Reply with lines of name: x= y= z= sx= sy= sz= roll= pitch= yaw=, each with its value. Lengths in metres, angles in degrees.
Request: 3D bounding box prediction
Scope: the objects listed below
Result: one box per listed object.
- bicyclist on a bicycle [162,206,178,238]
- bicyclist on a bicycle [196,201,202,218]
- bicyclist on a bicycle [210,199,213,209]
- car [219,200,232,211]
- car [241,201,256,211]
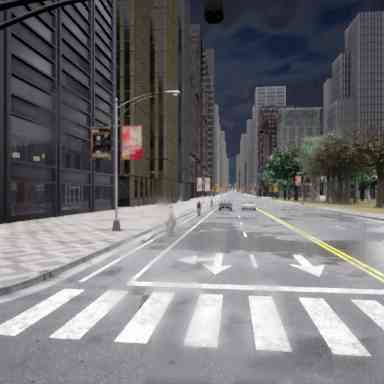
bicyclist on a bicycle: x=-1.086 y=1.510 z=17.102 sx=0.866 sy=1.612 sz=1.509 roll=0 pitch=0 yaw=7
bicyclist on a bicycle: x=0.667 y=1.667 z=32.045 sx=0.582 sy=1.620 sz=1.656 roll=0 pitch=0 yaw=7
bicyclist on a bicycle: x=3.066 y=1.864 z=52.007 sx=0.582 sy=1.620 sz=1.656 roll=0 pitch=-3 yaw=7
car: x=4.852 y=1.913 z=48.001 sx=2.033 sy=1.411 sz=5.357 roll=0 pitch=-1 yaw=7
car: x=8.075 y=1.966 z=47.583 sx=1.895 sy=1.301 sz=4.718 roll=0 pitch=-1 yaw=7
